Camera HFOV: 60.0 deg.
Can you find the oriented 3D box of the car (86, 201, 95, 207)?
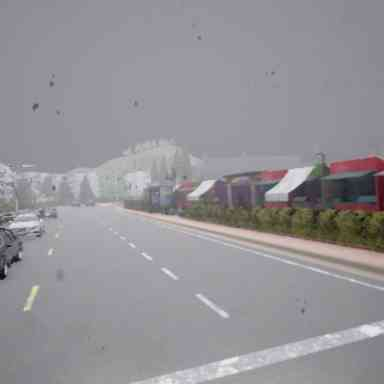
[{"bbox_3d":[-26.235,2.985,85.757,1.882,1.535,5.008,-3,0,-21],"label":"car"}]

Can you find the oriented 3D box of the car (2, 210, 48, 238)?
[{"bbox_3d":[-10.879,2.208,22.015,1.812,1.442,4.674,-3,0,-20],"label":"car"}]

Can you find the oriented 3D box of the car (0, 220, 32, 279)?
[{"bbox_3d":[-7.037,1.994,11.336,2.033,1.411,5.357,-3,0,-20],"label":"car"}]

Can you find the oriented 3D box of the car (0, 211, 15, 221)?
[{"bbox_3d":[-19.886,2.798,36.826,1.994,1.385,4.181,-3,0,-19],"label":"car"}]

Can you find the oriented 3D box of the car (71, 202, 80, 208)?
[{"bbox_3d":[-29.520,3.209,84.567,1.837,1.490,4.892,-3,0,-21],"label":"car"}]

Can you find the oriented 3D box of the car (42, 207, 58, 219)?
[{"bbox_3d":[-17.854,2.603,41.574,2.128,1.511,4.902,-3,0,-19],"label":"car"}]
